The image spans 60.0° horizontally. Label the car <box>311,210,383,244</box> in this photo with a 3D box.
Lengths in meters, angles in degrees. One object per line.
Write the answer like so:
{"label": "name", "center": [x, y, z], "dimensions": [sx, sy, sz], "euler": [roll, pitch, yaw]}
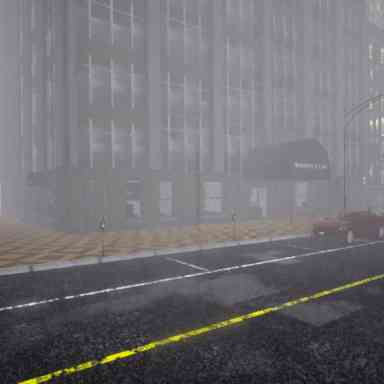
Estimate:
{"label": "car", "center": [7.474, 1.542, 15.764], "dimensions": [4.507, 1.381, 1.887], "euler": [0, -1, -35]}
